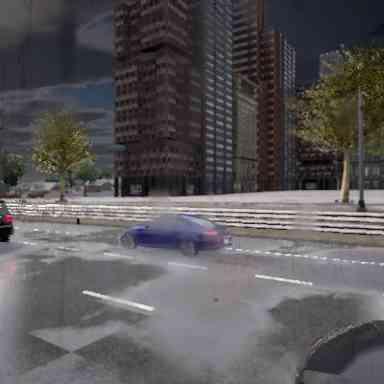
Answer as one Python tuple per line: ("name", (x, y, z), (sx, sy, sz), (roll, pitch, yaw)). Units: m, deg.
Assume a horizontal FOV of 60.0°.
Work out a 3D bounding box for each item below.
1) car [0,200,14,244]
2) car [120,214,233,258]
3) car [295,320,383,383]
("car", (-10.463, 1.344, 15.306), (5.566, 2.045, 2.150), (-1, -1, 34))
("car", (-0.690, 1.568, 12.856), (4.674, 1.442, 1.812), (-1, 0, 34))
("car", (3.061, 1.503, 1.801), (4.892, 1.490, 1.837), (0, 0, 34))
